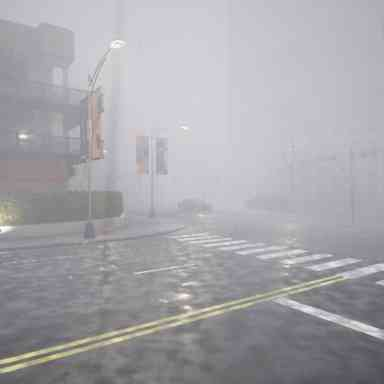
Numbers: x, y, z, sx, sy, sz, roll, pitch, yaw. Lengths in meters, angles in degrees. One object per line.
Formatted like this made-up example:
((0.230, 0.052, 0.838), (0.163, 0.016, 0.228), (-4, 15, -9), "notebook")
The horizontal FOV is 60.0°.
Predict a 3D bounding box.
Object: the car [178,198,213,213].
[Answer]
((0.300, 1.478, 37.145), (1.882, 1.535, 5.008), (0, 0, -35), "car")

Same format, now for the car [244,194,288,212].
((8.708, 1.221, 39.385), (2.150, 2.045, 5.566), (0, 0, -35), "car")
